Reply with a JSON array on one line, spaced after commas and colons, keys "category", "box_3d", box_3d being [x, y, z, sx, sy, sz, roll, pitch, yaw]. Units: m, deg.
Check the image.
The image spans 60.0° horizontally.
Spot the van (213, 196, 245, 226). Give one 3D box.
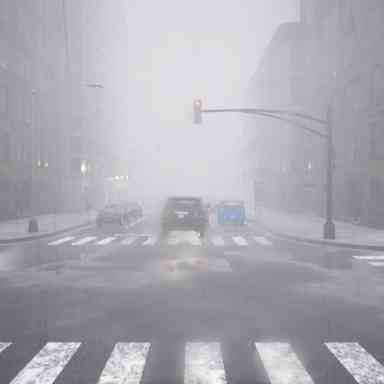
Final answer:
[{"category": "van", "box_3d": [2.641, 1.340, 23.174, 1.690, 1.788, 3.998, 0, 0, 0]}]

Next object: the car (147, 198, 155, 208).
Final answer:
[{"category": "car", "box_3d": [-5.380, 1.519, 45.724, 1.752, 1.417, 4.829, 0, 0, 0]}]

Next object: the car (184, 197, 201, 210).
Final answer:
[{"category": "car", "box_3d": [0.103, 1.486, 44.574, 2.128, 1.511, 4.902, 0, 0, 0]}]

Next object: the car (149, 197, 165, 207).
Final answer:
[{"category": "car", "box_3d": [-5.379, 1.556, 51.576, 1.947, 1.339, 4.313, 0, 0, 0]}]

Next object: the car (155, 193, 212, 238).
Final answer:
[{"category": "car", "box_3d": [-0.261, 1.221, 18.018, 2.150, 2.045, 5.566, 0, 0, 5]}]

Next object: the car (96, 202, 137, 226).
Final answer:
[{"category": "car", "box_3d": [-5.384, 1.549, 23.166, 2.008, 1.369, 4.403, 0, 0, 0]}]

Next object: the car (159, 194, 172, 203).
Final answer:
[{"category": "car", "box_3d": [-5.376, 1.292, 68.621, 2.192, 1.841, 5.009, 0, 0, 0]}]

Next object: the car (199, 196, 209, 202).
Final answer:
[{"category": "car", "box_3d": [2.650, 1.524, 74.305, 2.008, 1.369, 4.403, 0, 0, 0]}]

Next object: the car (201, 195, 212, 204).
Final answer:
[{"category": "car", "box_3d": [2.648, 1.422, 62.943, 1.967, 1.590, 4.097, 0, 0, 0]}]

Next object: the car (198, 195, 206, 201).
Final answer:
[{"category": "car", "box_3d": [2.652, 1.531, 85.668, 1.947, 1.339, 4.313, 0, 0, 0]}]

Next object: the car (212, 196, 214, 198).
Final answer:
[{"category": "car", "box_3d": [2.645, 1.576, 45.899, 1.802, 1.307, 4.206, 0, 0, 0]}]

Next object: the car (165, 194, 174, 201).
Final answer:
[{"category": "car", "box_3d": [-5.374, 1.409, 79.985, 1.967, 1.590, 4.097, 0, 0, 0]}]

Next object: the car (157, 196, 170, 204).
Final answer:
[{"category": "car", "box_3d": [-5.377, 1.547, 62.939, 1.947, 1.339, 4.313, 0, 0, 0]}]

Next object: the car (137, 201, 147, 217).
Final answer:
[{"category": "car", "box_3d": [-5.383, 1.543, 28.848, 1.887, 1.381, 4.507, 0, 0, 0]}]
